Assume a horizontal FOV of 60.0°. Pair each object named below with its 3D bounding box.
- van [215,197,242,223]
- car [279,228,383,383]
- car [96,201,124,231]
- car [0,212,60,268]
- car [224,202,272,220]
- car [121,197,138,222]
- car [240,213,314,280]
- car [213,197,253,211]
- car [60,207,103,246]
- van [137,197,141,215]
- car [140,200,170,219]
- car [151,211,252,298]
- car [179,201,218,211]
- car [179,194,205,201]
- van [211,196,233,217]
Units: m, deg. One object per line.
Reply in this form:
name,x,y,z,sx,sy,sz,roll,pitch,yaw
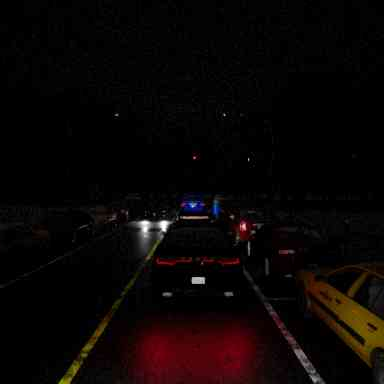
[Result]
van,2.762,1.344,26.134,1.690,1.788,3.998,0,0,0
car,2.760,1.525,4.553,1.752,1.417,4.829,0,0,0
car,-5.763,1.527,20.527,1.752,1.417,4.829,0,0,0
car,-5.764,1.526,9.652,1.752,1.417,4.829,0,0,0
car,2.761,1.441,15.258,1.967,1.590,4.097,0,0,0
car,-5.763,1.444,26.134,1.967,1.590,4.097,0,0,0
car,2.761,1.545,9.821,1.887,1.381,4.507,0,0,0
car,2.761,1.317,20.696,2.192,1.841,5.009,0,0,0
car,-5.764,1.567,15.259,1.947,1.339,4.313,0,0,0
van,-5.763,1.346,31.572,1.690,1.788,3.998,0,0,0
car,-2.999,1.568,28.956,1.837,1.490,4.892,0,0,0
car,0.095,1.478,8.600,1.882,1.535,5.008,0,0,0
car,0.098,1.493,19.043,2.128,1.511,4.902,0,0,0
car,0.025,1.226,29.411,2.150,2.045,5.566,0,0,-2
van,2.763,1.346,31.571,1.690,1.788,3.998,0,0,0
